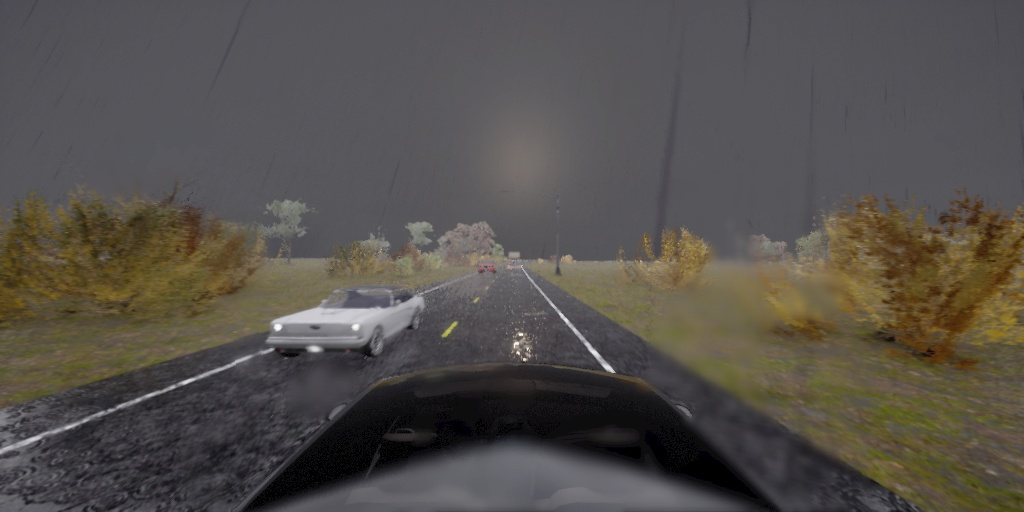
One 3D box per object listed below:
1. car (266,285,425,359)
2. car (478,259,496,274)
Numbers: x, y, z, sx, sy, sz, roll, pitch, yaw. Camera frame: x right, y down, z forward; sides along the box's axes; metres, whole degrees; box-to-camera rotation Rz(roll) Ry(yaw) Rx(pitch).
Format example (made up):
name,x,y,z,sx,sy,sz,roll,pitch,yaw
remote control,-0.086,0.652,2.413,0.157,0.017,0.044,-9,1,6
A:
name,x,y,z,sx,sy,sz,roll,pitch,yaw
car,-3.598,1.413,8.755,1.895,1.301,4.718,0,-1,0
car,-3.376,1.409,49.414,2.150,2.045,5.566,0,-1,1
